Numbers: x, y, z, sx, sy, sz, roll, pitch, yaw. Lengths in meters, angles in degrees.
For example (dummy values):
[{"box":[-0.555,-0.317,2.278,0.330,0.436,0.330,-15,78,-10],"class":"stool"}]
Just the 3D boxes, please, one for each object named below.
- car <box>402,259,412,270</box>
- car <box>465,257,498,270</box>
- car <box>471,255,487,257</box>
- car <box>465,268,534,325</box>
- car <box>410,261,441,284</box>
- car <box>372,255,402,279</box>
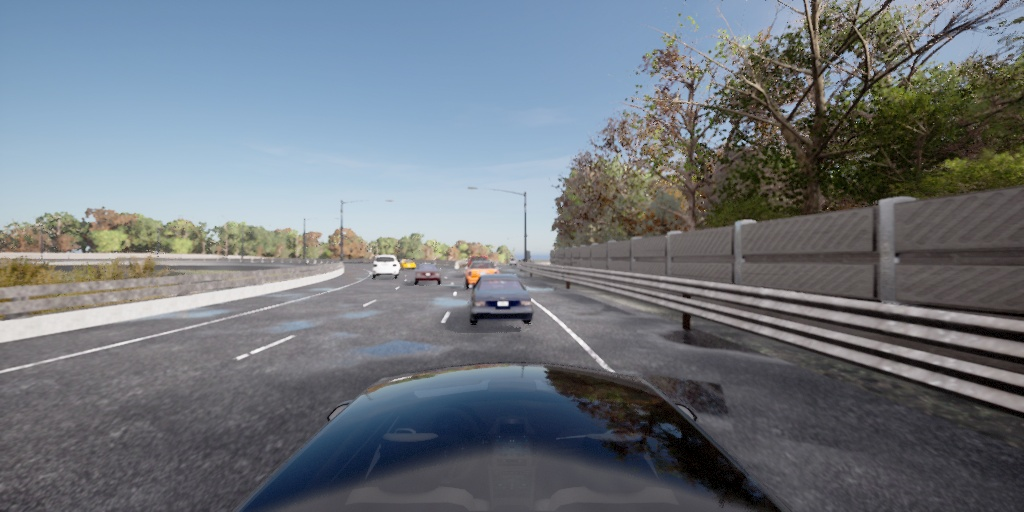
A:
[{"box":[-15.341,1.224,51.824,1.882,1.535,5.008,0,0,-26],"class":"car"},{"box":[-1.961,1.097,23.252,2.097,1.767,4.553,0,0,-7],"class":"car"},{"box":[-3.388,0.964,36.808,2.150,2.045,5.566,0,0,-4],"class":"car"},{"box":[-0.454,1.295,11.892,2.033,1.411,5.357,0,0,-5],"class":"car"},{"box":[-6.279,1.295,26.757,2.033,1.411,5.357,0,0,-13],"class":"car"},{"box":[-11.607,0.970,33.179,2.150,2.045,5.566,0,0,-16],"class":"car"}]
